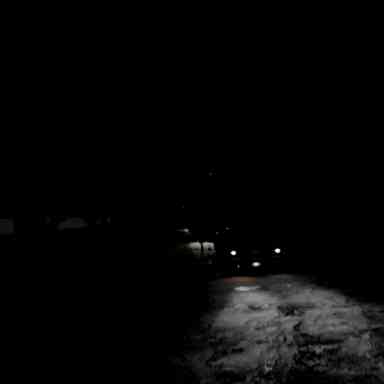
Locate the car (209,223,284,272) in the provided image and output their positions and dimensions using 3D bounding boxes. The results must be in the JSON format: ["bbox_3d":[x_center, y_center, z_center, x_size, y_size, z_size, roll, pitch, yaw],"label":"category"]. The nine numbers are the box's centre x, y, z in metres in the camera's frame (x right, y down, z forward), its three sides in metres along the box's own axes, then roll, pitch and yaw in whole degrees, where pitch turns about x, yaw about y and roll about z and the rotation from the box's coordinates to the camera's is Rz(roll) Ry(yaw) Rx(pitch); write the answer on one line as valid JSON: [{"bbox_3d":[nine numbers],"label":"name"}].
[{"bbox_3d":[1.984,2.107,12.891,1.895,1.301,4.718,-3,-2,-2],"label":"car"}]

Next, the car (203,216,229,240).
[{"bbox_3d":[1.486,2.511,23.913,1.837,1.490,4.892,-3,-2,-3],"label":"car"}]
